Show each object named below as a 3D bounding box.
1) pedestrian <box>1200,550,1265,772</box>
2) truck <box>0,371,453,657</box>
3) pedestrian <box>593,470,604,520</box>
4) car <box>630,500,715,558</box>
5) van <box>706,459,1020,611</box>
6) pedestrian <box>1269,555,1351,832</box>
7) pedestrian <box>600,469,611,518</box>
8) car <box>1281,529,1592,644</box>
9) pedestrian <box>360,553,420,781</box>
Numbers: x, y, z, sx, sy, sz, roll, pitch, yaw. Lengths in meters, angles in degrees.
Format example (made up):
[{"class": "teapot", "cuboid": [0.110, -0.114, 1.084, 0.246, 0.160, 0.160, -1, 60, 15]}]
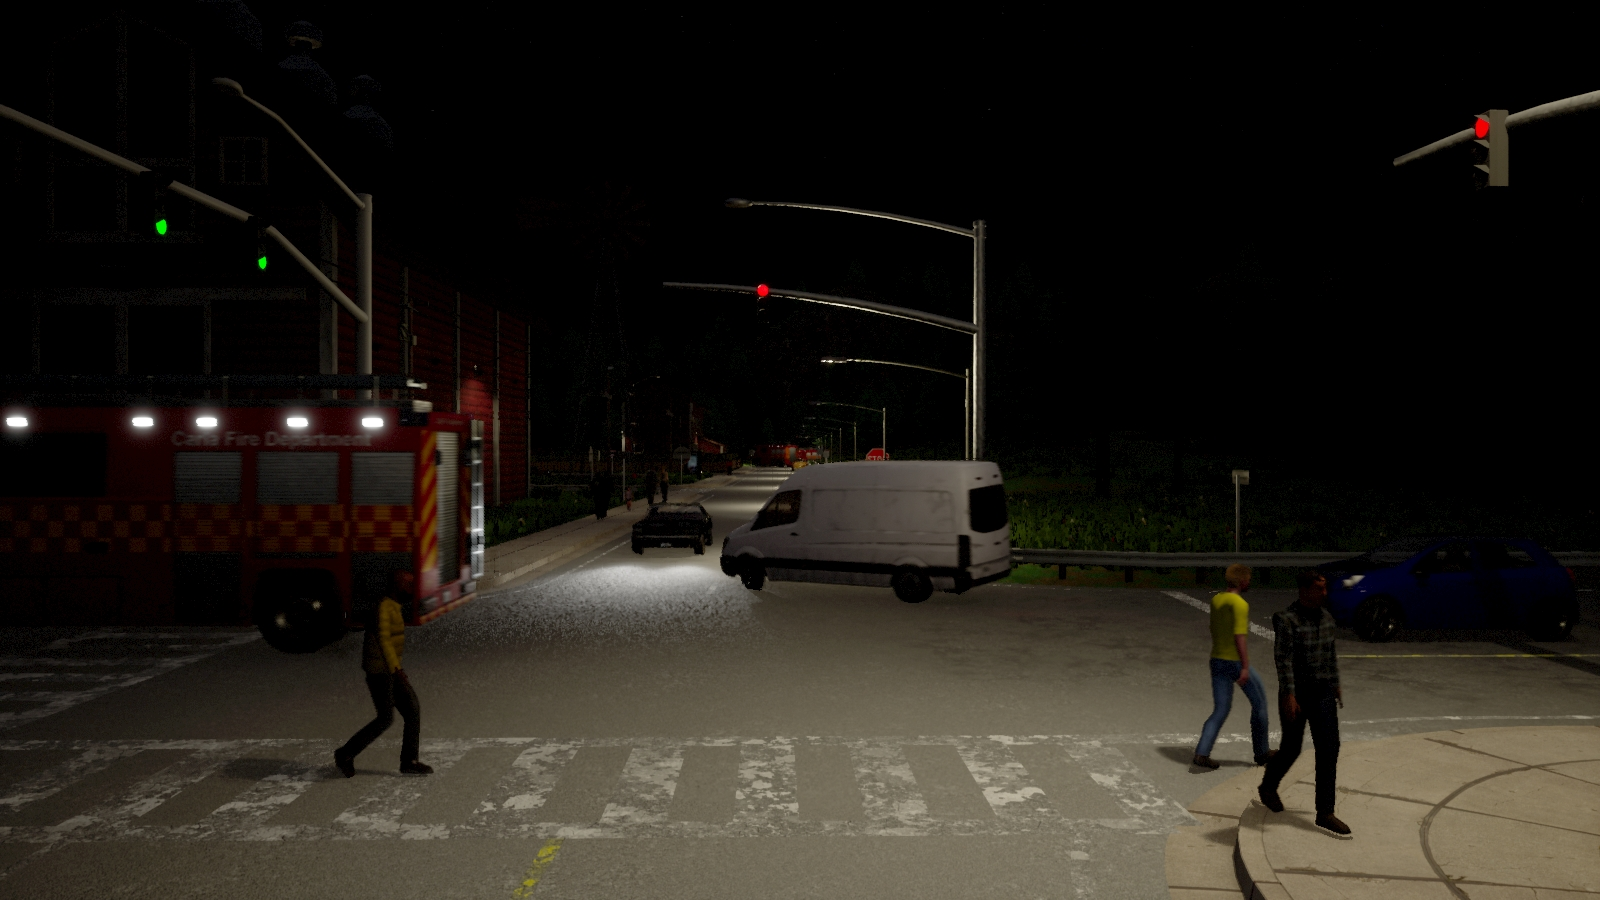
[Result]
[{"class": "pedestrian", "cuboid": [3.793, 1.832, 10.028, 0.375, 1.860, 0.375, 0, 0, -18]}, {"class": "truck", "cuboid": [-9.757, 0.855, 16.758, 8.468, 3.827, 2.891, 0, 0, -1]}, {"class": "pedestrian", "cuboid": [-7.552, 1.671, 42.838, 0.375, 1.860, 0.375, 0, 0, -2]}, {"class": "car", "cuboid": [-3.455, 2.136, 31.771, 1.895, 1.301, 4.718, 0, 0, 0]}, {"class": "van", "cuboid": [1.123, 1.509, 22.435, 5.915, 2.561, 1.988, 0, 2, 35]}, {"class": "pedestrian", "cuboid": [3.594, 1.690, 8.062, 0.375, 1.860, 0.375, 0, 0, -15]}, {"class": "pedestrian", "cuboid": [-7.436, 1.670, 43.670, 0.375, 1.860, 0.375, 0, 0, 0]}, {"class": "car", "cuboid": [9.414, 2.001, 17.108, 3.633, 1.501, 1.845, 0, 0, -1]}, {"class": "pedestrian", "cuboid": [-3.482, 1.828, 9.720, 0.375, 1.860, 0.375, 0, 0, -1]}]
